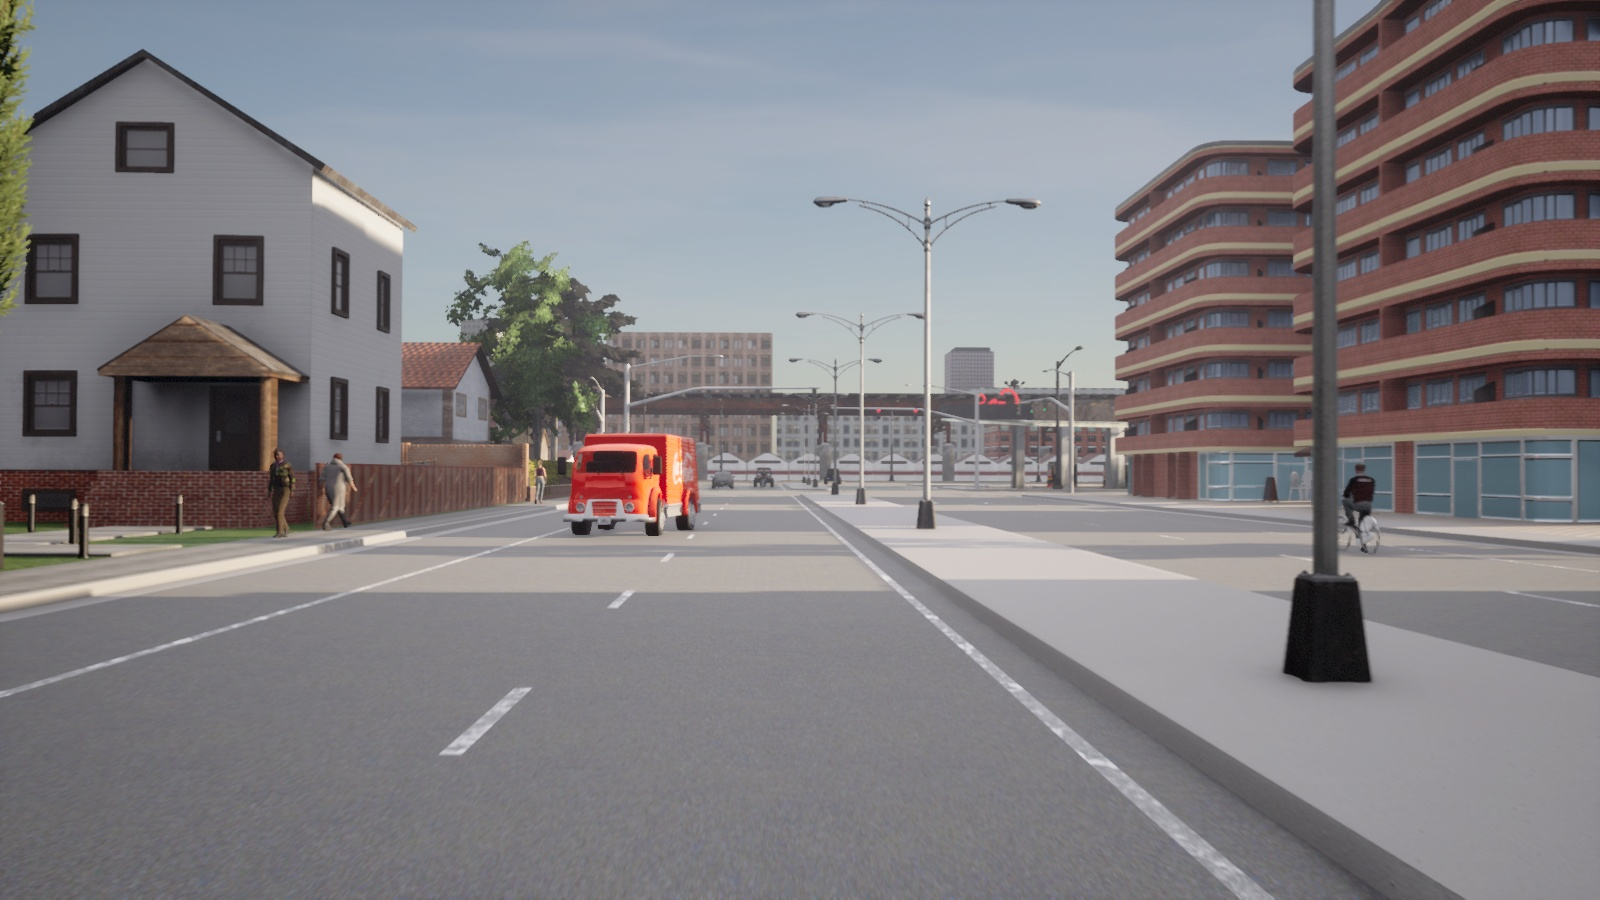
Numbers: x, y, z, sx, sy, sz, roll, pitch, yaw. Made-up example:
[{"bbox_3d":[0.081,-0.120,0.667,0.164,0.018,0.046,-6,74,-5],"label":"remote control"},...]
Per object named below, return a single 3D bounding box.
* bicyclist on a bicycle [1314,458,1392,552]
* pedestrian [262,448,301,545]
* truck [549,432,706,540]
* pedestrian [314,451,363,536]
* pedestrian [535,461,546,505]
[{"bbox_3d":[10.836,1.054,24.668,0.659,1.776,1.843,0,-1,-2],"label":"bicyclist on a bicycle"},{"bbox_3d":[-10.494,0.935,25.418,0.395,1.930,0.692,0,-1,14],"label":"pedestrian"},{"bbox_3d":[-4.175,0.871,31.438,2.627,2.467,5.204,-1,-1,7],"label":"truck"},{"bbox_3d":[-10.713,1.001,29.168,0.659,1.952,0.873,-1,-1,18],"label":"pedestrian"},{"bbox_3d":[-10.863,1.393,52.544,0.345,1.836,0.594,0,-1,-2],"label":"pedestrian"}]
